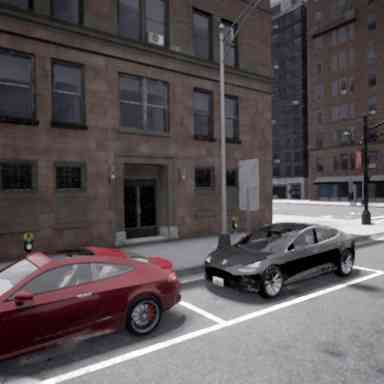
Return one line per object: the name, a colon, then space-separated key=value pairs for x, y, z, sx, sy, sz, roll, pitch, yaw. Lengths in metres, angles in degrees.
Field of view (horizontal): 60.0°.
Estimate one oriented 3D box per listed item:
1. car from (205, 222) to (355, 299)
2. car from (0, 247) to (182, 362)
car: x=2.313 y=1.453 z=8.195 sx=4.313 sy=1.339 sz=1.947 roll=-1 pitch=1 yaw=-36
car: x=-2.120 y=1.564 z=5.024 sx=4.206 sy=1.307 sz=1.802 roll=-1 pitch=1 yaw=-36
